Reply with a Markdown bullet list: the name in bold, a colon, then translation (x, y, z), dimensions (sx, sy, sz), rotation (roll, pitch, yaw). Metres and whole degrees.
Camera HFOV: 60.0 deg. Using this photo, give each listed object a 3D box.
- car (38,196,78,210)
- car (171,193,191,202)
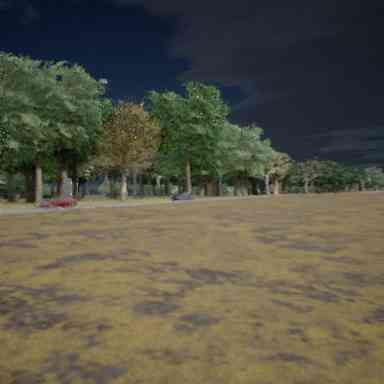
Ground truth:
- **car**: translation (-15.851, 1.260, 39.482), dimensions (1.812, 1.442, 4.674), rotation (-3, -1, 36)
- **car**: translation (-1.941, 0.939, 58.880), dimensions (1.994, 1.385, 4.181), rotation (-3, -1, 36)
